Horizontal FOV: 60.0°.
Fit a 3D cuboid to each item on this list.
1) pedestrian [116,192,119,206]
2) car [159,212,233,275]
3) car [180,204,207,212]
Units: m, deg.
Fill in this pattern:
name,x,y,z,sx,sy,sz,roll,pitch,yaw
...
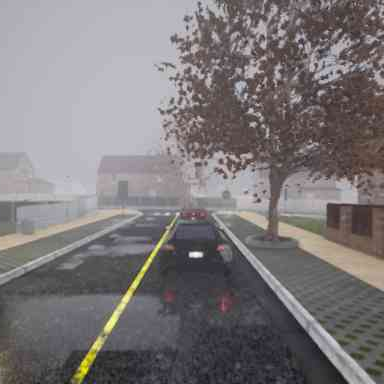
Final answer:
name,x,y,z,sx,sy,sz,roll,pitch,yaw
pedestrian,-9.694,0.925,43.357,0.375,1.860,0.375,0,-1,0
car,0.099,1.539,10.344,1.994,1.385,4.181,0,0,0
car,0.102,1.546,24.903,1.895,1.301,4.718,0,0,0
